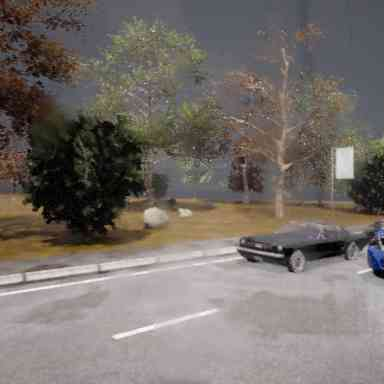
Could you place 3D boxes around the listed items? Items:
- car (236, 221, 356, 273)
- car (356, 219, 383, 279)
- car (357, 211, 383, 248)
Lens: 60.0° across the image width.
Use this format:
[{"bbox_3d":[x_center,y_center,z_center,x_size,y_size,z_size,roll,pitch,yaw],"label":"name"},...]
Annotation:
[{"bbox_3d":[3.731,1.644,10.982,4.718,1.301,1.895,0,0,-36],"label":"car"},{"bbox_3d":[7.062,1.272,9.064,5.566,2.045,2.150,1,0,-36],"label":"car"},{"bbox_3d":[10.044,1.642,15.416,5.357,1.411,2.033,0,0,-36],"label":"car"}]
